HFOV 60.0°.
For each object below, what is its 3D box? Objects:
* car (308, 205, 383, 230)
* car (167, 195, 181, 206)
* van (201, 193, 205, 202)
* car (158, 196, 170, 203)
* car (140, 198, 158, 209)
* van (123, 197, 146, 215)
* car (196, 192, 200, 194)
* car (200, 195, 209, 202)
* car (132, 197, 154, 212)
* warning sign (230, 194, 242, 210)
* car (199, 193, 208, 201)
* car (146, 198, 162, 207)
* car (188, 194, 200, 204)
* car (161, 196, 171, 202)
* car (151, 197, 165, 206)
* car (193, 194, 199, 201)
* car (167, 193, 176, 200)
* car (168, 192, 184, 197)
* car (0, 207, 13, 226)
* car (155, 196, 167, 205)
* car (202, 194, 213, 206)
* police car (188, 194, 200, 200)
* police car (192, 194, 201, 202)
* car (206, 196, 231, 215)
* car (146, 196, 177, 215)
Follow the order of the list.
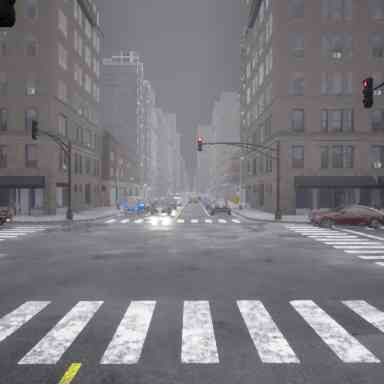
[{"bbox_3d":[9.702,1.534,20.813,4.674,1.442,1.812,0,0,2],"label":"car"},{"bbox_3d":[-2.966,1.495,43.800,2.128,1.511,4.902,0,0,0],"label":"car"},{"bbox_3d":[2.838,1.344,56.066,1.690,1.788,3.998,0,0,0],"label":"van"},{"bbox_3d":[-5.652,1.567,67.423,1.947,1.339,4.313,0,0,0],"label":"car"},{"bbox_3d":[-5.722,1.569,44.750,1.947,1.339,4.313,0,0,0],"label":"car"},{"bbox_3d":[-5.758,1.343,33.413,1.690,1.788,3.998,0,0,0],"label":"van"},{"bbox_3d":[0.224,1.292,72.961,1.882,1.535,5.008,0,0,0],"label":"car"},{"bbox_3d":[2.909,1.437,78.743,1.967,1.590,4.097,0,0,0],"label":"car"},{"bbox_3d":[-5.740,1.443,39.082,1.967,1.590,4.097,0,0,0],"label":"car"},{"bbox_3d":[5.188,1.118,39.376,1.300,1.860,1.060,0,0,0],"label":"warning sign"},{"bbox_3d":[2.926,1.309,84.412,2.192,1.841,5.009,0,0,0],"label":"car"},{"bbox_3d":[-5.705,1.585,50.418,1.802,1.307,4.206,0,0,0],"label":"car"},{"bbox_3d":[0.193,1.603,62.987,1.895,1.301,4.718,0,0,0],"label":"car"},{"bbox_3d":[-5.634,1.543,73.091,1.887,1.381,4.507,0,0,0],"label":"car"},{"bbox_3d":[-5.687,1.569,56.087,1.947,1.339,4.313,0,0,0],"label":"car"},{"bbox_3d":[1.062,1.448,89.580,1.801,1.575,5.366,0,0,0],"label":"car"},{"bbox_3d":[-5.582,1.307,90.096,2.192,1.841,5.009,0,0,0],"label":"car"},{"bbox_3d":[-2.920,1.224,54.530,2.150,2.045,5.566,0,0,0],"label":"car"},{"bbox_3d":[-13.755,1.475,20.551,4.892,1.490,1.837,0,0,0],"label":"car"},{"bbox_3d":[-5.670,1.527,61.585,1.752,1.417,4.829,0,0,0],"label":"car"},{"bbox_3d":[2.803,1.443,44.727,1.967,1.590,4.097,0,0,0],"label":"car"},{"bbox_3d":[0.567,1.415,95.408,1.930,1.638,5.238,0,0,-16],"label":"police car"},{"bbox_3d":[1.040,1.421,79.485,1.930,1.638,5.238,0,0,-1],"label":"police car"},{"bbox_3d":[2.768,1.442,33.389,1.967,1.590,4.097,0,0,0],"label":"car"},{"bbox_3d":[-3.003,1.494,33.555,2.128,1.511,4.902,0,0,0],"label":"car"}]
